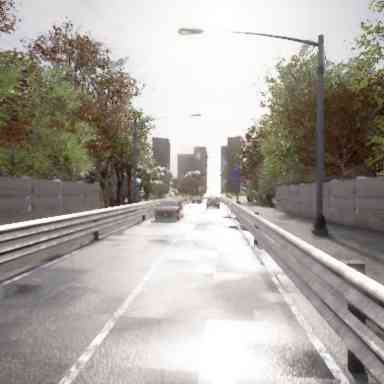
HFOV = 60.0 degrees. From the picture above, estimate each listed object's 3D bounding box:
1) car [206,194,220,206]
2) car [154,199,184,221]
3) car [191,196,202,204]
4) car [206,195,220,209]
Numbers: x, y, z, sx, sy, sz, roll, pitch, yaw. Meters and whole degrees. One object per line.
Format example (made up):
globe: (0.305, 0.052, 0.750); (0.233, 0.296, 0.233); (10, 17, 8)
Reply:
car: (3.446, 1.274, 53.935); (2.097, 1.767, 4.553); (0, 0, 4)
car: (-1.719, 1.346, 26.380); (1.882, 1.535, 5.008); (0, 0, 4)
car: (1.006, 1.547, 66.555); (1.812, 1.442, 4.674); (0, -1, 4)
car: (2.796, 1.475, 44.054); (1.895, 1.301, 4.718); (0, 0, 4)
